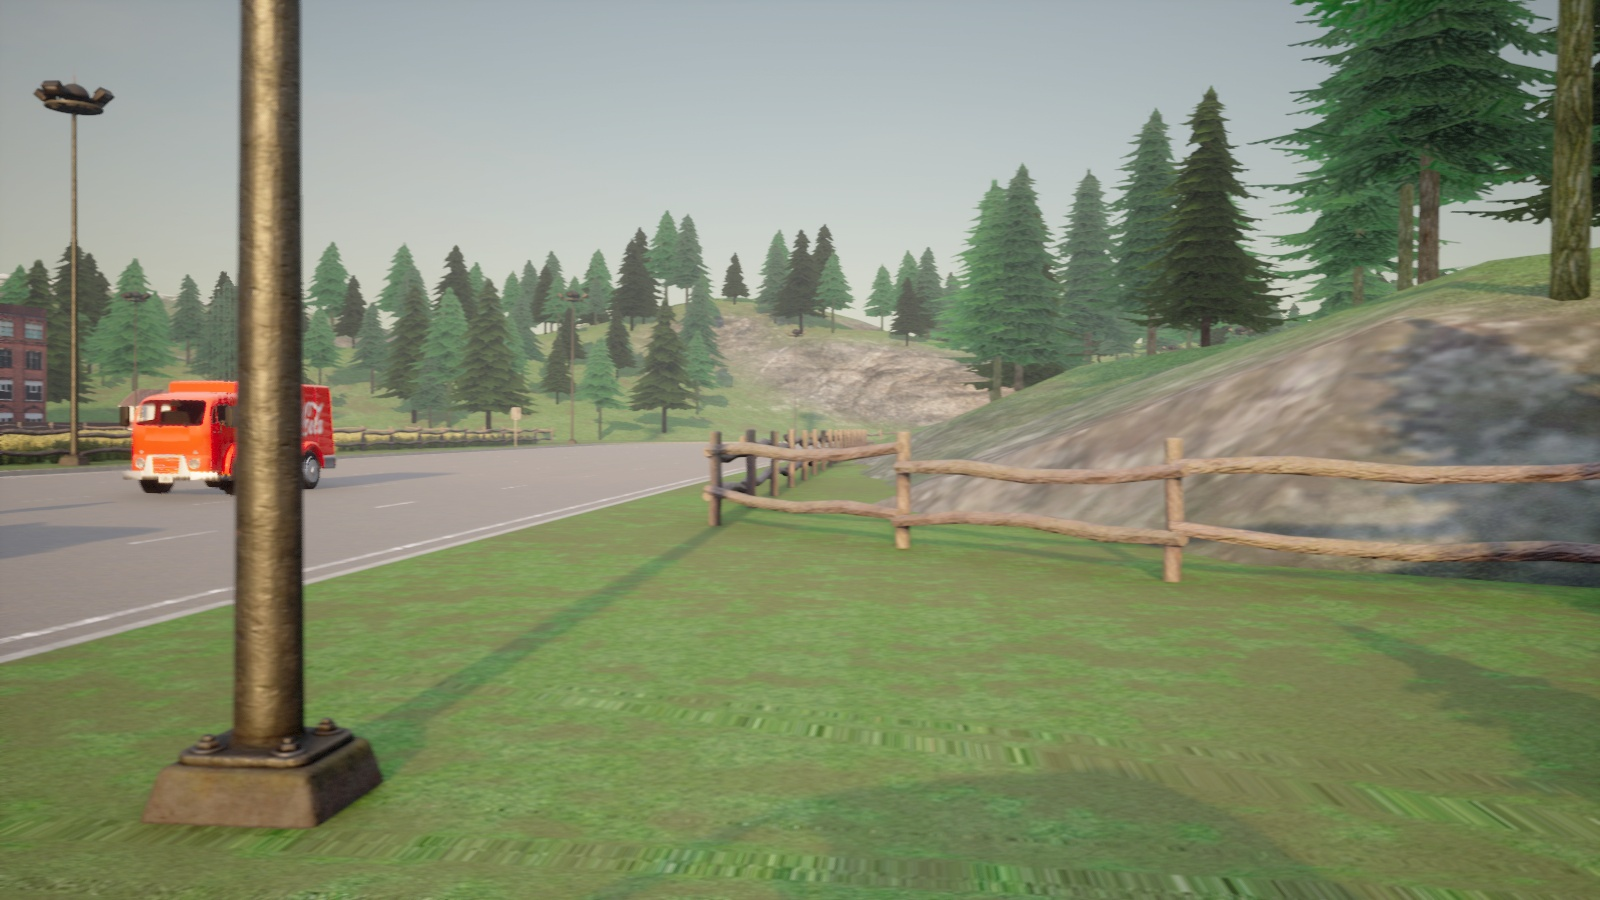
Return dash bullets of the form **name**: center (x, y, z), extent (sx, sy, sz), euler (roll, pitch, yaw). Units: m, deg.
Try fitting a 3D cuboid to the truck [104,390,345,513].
- **truck**: center (-12.671, -0.034, 28.170), extent (2.627, 2.467, 5.204), euler (-1, 1, 5)
